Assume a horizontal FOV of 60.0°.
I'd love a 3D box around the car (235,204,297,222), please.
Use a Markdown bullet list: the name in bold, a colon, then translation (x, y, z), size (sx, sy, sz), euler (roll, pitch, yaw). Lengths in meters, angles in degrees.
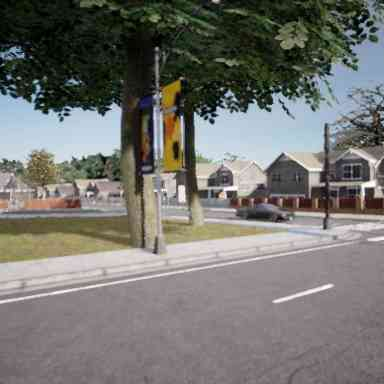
- **car**: translation (6.012, 1.690, 27.826), size (2.033, 1.411, 5.357), euler (-1, 0, -38)
